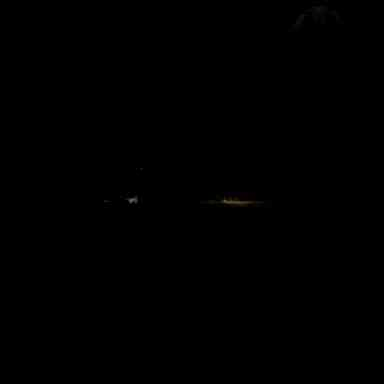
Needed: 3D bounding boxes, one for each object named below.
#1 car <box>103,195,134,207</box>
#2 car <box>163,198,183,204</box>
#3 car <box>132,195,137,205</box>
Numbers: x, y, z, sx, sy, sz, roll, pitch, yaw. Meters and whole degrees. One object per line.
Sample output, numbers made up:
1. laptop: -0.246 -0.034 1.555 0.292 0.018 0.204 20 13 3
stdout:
1. car: -13.177 1.795 58.039 2.128 1.511 4.902 -1 -1 36
2. car: -3.993 1.846 70.892 1.895 1.301 4.718 -1 -1 36
3. car: -12.880 1.585 63.241 2.150 2.045 5.566 -1 -1 36
